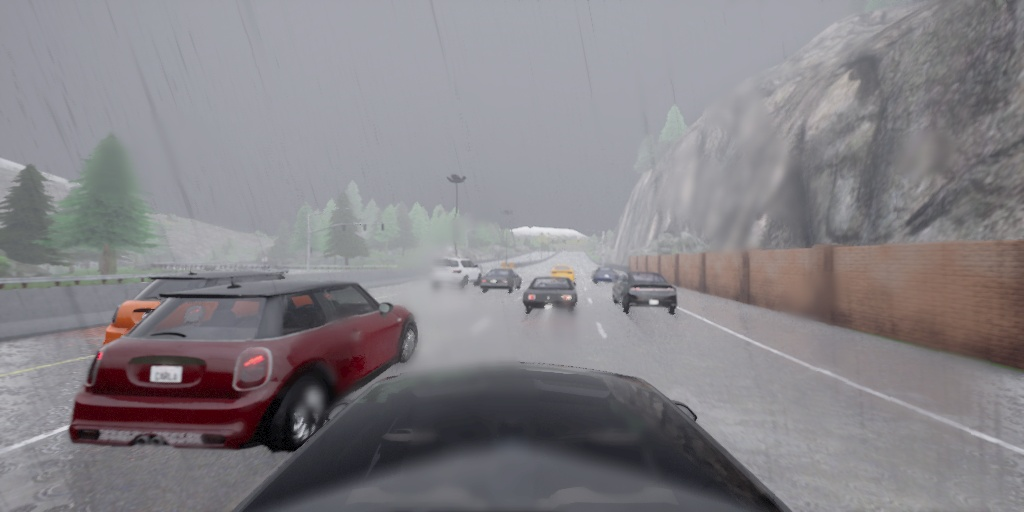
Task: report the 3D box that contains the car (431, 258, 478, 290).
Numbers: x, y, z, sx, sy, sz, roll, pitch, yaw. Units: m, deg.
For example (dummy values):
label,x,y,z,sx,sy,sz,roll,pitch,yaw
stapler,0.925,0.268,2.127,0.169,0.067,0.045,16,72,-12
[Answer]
label,x,y,z,sx,sy,sz,roll,pitch,yaw
car,-3.734,1.171,24.783,2.150,2.045,5.566,0,-1,10

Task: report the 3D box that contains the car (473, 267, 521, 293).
label,x,y,z,sx,sy,sz,roll,pitch,yaw
car,-0.583,1.487,22.443,2.033,1.411,5.357,0,-1,10

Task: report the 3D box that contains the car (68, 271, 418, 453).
label,x,y,z,sx,sy,sz,roll,pitch,yaw
car,-3.026,1.125,5.403,2.097,1.767,4.553,0,-1,4

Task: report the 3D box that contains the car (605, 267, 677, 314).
label,x,y,z,sx,sy,sz,roll,pitch,yaw
car,5.215,1.379,14.583,2.128,1.511,4.902,0,0,9

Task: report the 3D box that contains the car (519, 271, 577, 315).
label,x,y,z,sx,sy,sz,roll,pitch,yaw
car,1.633,1.474,14.433,1.895,1.301,4.718,0,-1,9

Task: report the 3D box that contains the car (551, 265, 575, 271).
label,x,y,z,sx,sy,sz,roll,pitch,yaw
car,4.278,1.505,30.165,1.882,1.535,5.008,0,-1,10

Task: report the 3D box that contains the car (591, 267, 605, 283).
label,x,y,z,sx,sy,sz,roll,pitch,yaw
car,7.967,1.611,30.910,1.994,1.385,4.181,0,-1,10
